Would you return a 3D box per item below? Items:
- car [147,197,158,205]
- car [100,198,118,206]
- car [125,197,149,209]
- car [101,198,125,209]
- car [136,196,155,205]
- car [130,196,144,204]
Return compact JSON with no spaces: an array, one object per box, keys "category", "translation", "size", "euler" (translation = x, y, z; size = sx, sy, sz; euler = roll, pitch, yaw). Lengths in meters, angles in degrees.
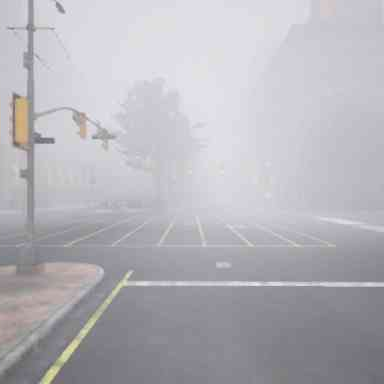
[{"category":"car","translation":[-7.998,1.781,67.741],"size":[1.837,1.490,4.892],"euler":[0,0,0]},{"category":"car","translation":[-14.747,1.840,59.372],"size":[1.895,1.301,4.718],"euler":[0,0,0]},{"category":"car","translation":[-8.070,1.765,48.894],"size":[1.994,1.385,4.181],"euler":[0,0,1]},{"category":"car","translation":[-11.567,1.696,49.574],"size":[2.128,1.511,4.902],"euler":[0,0,0]},{"category":"car","translation":[-8.016,1.762,57.411],"size":[1.812,1.442,4.674],"euler":[0,0,1]},{"category":"car","translation":[-11.498,1.641,69.507],"size":[2.097,1.767,4.553],"euler":[0,0,0]}]
